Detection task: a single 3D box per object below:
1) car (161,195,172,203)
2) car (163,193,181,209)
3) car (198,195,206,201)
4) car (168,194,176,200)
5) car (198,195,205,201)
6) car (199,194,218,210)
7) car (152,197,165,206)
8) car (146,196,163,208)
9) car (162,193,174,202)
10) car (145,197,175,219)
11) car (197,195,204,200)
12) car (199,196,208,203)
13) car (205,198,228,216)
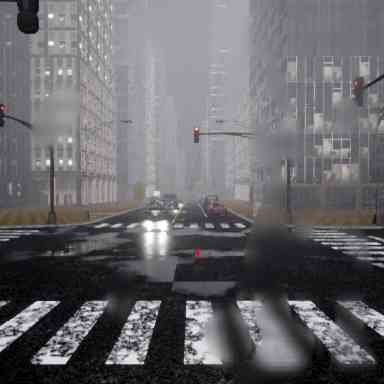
[{"bbox_3d":[-5.460,1.403,70.795,1.967,1.590,4.097,-1,0,0],"label":"car"},{"bbox_3d":[-2.936,1.199,44.533,2.150,2.045,5.566,0,1,0],"label":"car"},{"bbox_3d":[2.401,1.536,81.884,1.802,1.307,4.206,-1,0,0],"label":"car"},{"bbox_3d":[-5.502,1.385,92.893,1.967,1.590,4.097,-1,0,0],"label":"car"},{"bbox_3d":[2.390,1.474,87.578,1.752,1.417,4.829,-1,0,0],"label":"car"},{"bbox_3d":[2.458,1.297,43.212,2.192,1.841,5.009,-1,0,0],"label":"car"},{"bbox_3d":[-5.427,1.557,54.221,1.802,1.307,4.206,-1,0,0],"label":"car"},{"bbox_3d":[-5.419,1.419,48.697,1.967,1.590,4.097,-1,0,0],"label":"car"},{"bbox_3d":[-5.472,1.274,76.319,2.192,1.841,5.009,-1,0,0],"label":"car"},{"bbox_3d":[-2.909,1.479,28.826,2.128,1.511,4.902,0,0,0],"label":"car"},{"bbox_3d":[2.380,1.489,92.933,1.887,1.381,4.507,-1,0,0],"label":"car"},{"bbox_3d":[2.421,1.508,70.834,1.887,1.381,4.507,-1,0,0],"label":"car"},{"bbox_3d":[2.462,1.569,32.163,1.802,1.307,4.206,-1,0,0],"label":"car"}]
